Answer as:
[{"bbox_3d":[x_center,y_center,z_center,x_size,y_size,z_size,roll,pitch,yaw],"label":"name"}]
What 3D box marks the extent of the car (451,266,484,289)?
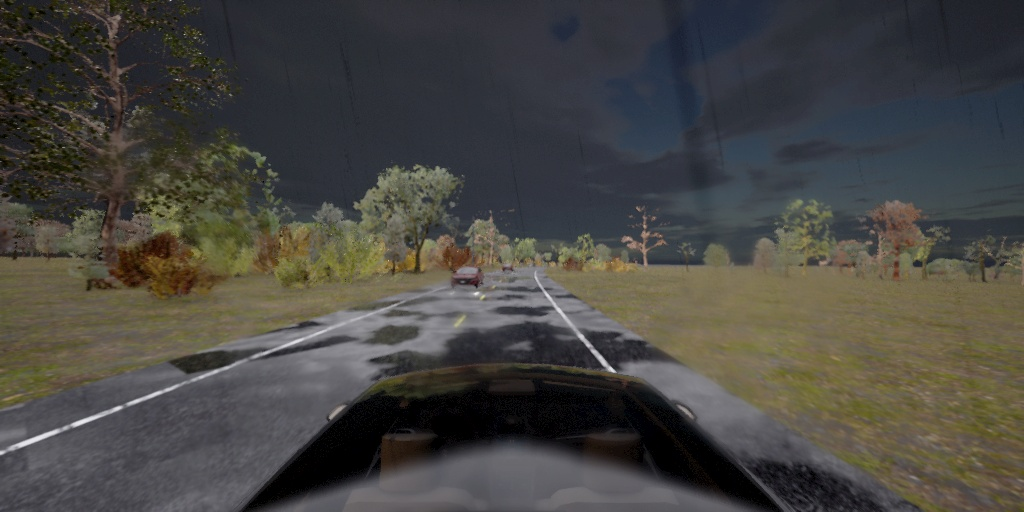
[{"bbox_3d":[-3.176,1.495,26.373,1.882,1.535,5.008,0,-1,2],"label":"car"}]
